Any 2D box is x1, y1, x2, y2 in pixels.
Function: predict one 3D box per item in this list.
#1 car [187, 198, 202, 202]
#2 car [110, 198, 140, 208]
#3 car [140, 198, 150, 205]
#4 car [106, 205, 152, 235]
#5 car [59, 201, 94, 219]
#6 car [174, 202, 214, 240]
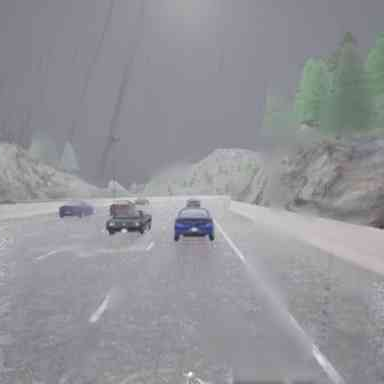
[{"bbox_3d":[0.323,1.634,47.148,1.837,1.490,4.892,-1,0,3],"label":"car"},{"bbox_3d":[-6.895,1.569,33.635,1.882,1.535,5.008,0,0,0],"label":"car"},{"bbox_3d":[-9.030,1.728,60.344,1.994,1.385,4.181,0,0,8],"label":"car"},{"bbox_3d":[-3.398,1.653,18.936,1.895,1.301,4.718,0,0,0],"label":"car"},{"bbox_3d":[-10.397,1.561,30.295,1.882,1.535,5.008,0,0,0],"label":"car"},{"bbox_3d":[0.102,1.525,17.410,1.882,1.535,5.008,0,0,0],"label":"car"}]
